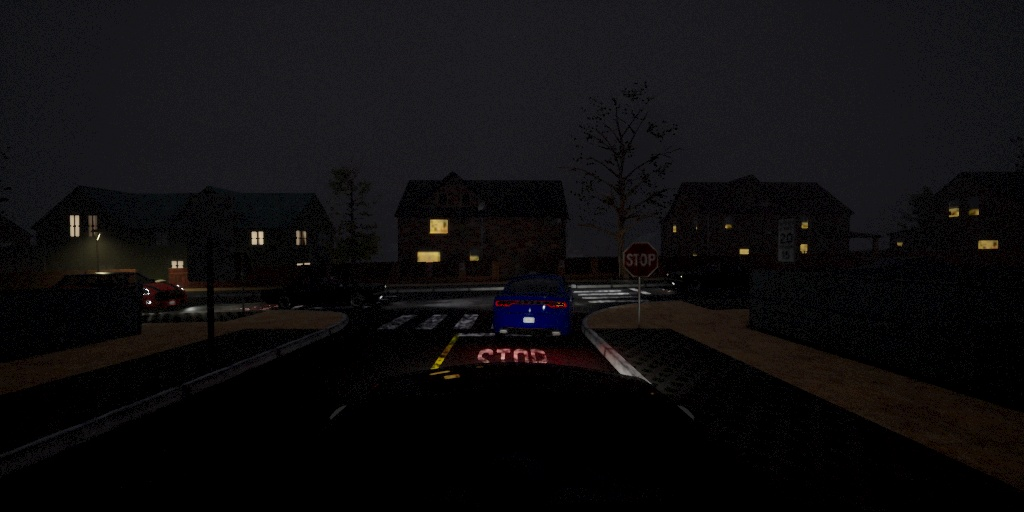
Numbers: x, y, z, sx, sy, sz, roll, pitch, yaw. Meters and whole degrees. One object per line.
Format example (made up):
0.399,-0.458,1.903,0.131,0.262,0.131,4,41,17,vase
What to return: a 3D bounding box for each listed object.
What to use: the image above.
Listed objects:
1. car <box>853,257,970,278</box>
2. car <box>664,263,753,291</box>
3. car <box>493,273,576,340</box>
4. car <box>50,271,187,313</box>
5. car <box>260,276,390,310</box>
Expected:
20.048,0.753,18.334,5.357,1.411,2.033,-1,1,0,car
10.402,1.034,18.294,4.718,1.301,1.895,-1,1,-1,car
0.782,1.226,10.154,1.882,1.535,5.008,0,0,10,car
-16.806,1.471,15.346,4.553,1.767,2.097,-1,1,0,car
-7.818,1.506,15.358,4.718,1.301,1.895,-1,1,0,car
